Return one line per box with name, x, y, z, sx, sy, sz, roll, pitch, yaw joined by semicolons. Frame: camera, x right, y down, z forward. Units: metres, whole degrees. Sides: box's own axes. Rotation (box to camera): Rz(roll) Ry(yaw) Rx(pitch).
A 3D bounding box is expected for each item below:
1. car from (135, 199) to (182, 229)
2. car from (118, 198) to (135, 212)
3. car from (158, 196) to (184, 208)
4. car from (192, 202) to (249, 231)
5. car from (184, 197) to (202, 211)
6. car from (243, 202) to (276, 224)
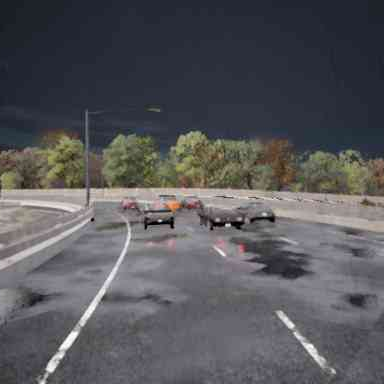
car;-2.283;1.426;21.137;2.128;1.511;4.902;-1;0;-12
car;-7.075;1.438;37.419;1.812;1.442;4.674;-1;0;-21
car;-2.863;1.228;36.132;2.097;1.767;4.553;-1;0;-19
car;1.549;1.501;20.050;1.895;1.301;4.718;-1;0;-10
car;-0.142;1.364;38.856;1.812;1.442;4.674;-1;0;-20
car;4.314;1.421;23.906;1.994;1.385;4.181;-1;0;-14
